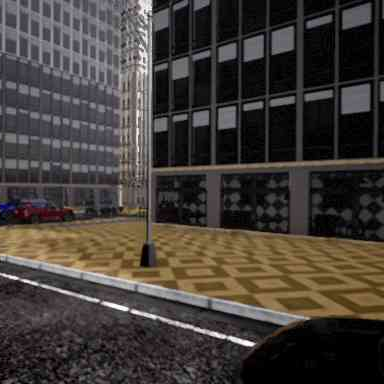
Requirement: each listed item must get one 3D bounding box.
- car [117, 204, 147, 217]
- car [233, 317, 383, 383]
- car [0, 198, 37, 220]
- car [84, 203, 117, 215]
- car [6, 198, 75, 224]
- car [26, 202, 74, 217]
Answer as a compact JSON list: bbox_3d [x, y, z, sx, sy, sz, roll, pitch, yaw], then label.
[{"bbox_3d":[-5.787,2.048,37.680,1.752,1.417,4.829,0,-1,37],"label":"car"},{"bbox_3d":[2.542,1.498,1.864,4.892,1.490,1.837,0,0,36],"label":"car"},{"bbox_3d":[-16.707,1.608,32.648,2.150,2.045,5.566,1,0,38],"label":"car"},{"bbox_3d":[-10.746,2.074,40.708,1.895,1.301,4.718,1,0,37],"label":"car"},{"bbox_3d":[-12.602,1.739,28.481,2.192,1.841,5.009,0,-1,37],"label":"car"},{"bbox_3d":[-16.083,1.930,37.861,1.752,1.417,4.829,0,-1,37],"label":"car"}]
